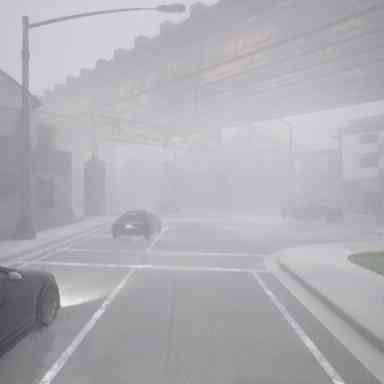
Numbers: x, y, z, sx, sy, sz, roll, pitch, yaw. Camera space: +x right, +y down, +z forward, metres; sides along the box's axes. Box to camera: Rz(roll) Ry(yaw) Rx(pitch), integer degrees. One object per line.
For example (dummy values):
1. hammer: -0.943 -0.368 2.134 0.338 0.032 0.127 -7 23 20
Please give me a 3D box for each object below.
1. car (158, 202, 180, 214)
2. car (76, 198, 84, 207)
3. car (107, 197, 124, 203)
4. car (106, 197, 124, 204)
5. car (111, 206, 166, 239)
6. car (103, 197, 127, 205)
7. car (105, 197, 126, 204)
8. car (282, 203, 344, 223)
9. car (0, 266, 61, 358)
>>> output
1. car: -2.831 1.806 38.954 1.994 1.385 4.181 0 0 -21
2. car: -17.614 1.697 55.655 2.097 1.767 4.553 0 0 -45
3. car: -17.453 1.765 75.810 1.853 1.218 4.536 0 0 15
4. car: -17.466 1.923 75.759 2.038 1.542 4.974 0 0 15
5. car: -2.926 1.677 18.315 1.994 1.385 4.181 0 0 5
6. car: -16.791 1.900 72.090 4.974 1.542 2.038 0 0 -15
7. car: -16.741 1.742 72.104 4.536 1.218 1.853 0 0 -15
8. car: 9.941 1.650 27.740 1.882 1.535 5.008 0 0 -45
9. car: -3.404 1.592 4.412 1.994 1.385 4.181 0 0 0
